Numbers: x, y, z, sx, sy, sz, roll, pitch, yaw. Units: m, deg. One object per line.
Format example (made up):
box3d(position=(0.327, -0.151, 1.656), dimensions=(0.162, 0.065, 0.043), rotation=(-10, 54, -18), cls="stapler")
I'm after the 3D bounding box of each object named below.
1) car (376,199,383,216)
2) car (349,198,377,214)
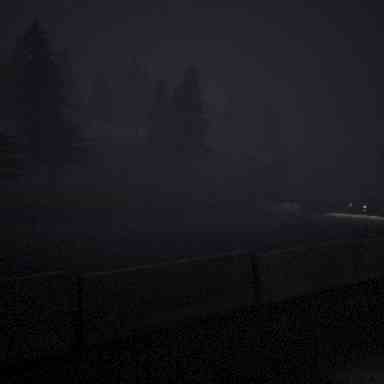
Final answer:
box3d(position=(21.042, 1.657, 33.380), dimensions=(5.008, 1.535, 1.882), rotation=(1, 0, -32), cls="car")
box3d(position=(19.221, 1.472, 36.367), dimensions=(4.553, 1.767, 2.097), rotation=(1, 0, -32), cls="car")
